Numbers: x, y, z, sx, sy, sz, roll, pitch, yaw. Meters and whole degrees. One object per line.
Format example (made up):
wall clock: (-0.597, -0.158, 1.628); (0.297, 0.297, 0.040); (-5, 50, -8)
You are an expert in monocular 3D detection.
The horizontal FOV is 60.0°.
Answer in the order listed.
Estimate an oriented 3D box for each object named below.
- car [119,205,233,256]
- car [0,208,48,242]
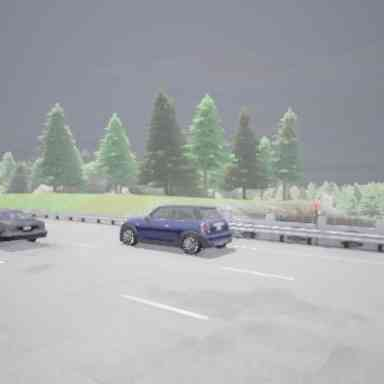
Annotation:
car: (-0.762, 1.279, 13.133); (4.553, 1.767, 2.097); (1, 0, 35)
car: (-8.380, 1.415, 14.267); (5.357, 1.411, 2.033); (1, 0, 36)
